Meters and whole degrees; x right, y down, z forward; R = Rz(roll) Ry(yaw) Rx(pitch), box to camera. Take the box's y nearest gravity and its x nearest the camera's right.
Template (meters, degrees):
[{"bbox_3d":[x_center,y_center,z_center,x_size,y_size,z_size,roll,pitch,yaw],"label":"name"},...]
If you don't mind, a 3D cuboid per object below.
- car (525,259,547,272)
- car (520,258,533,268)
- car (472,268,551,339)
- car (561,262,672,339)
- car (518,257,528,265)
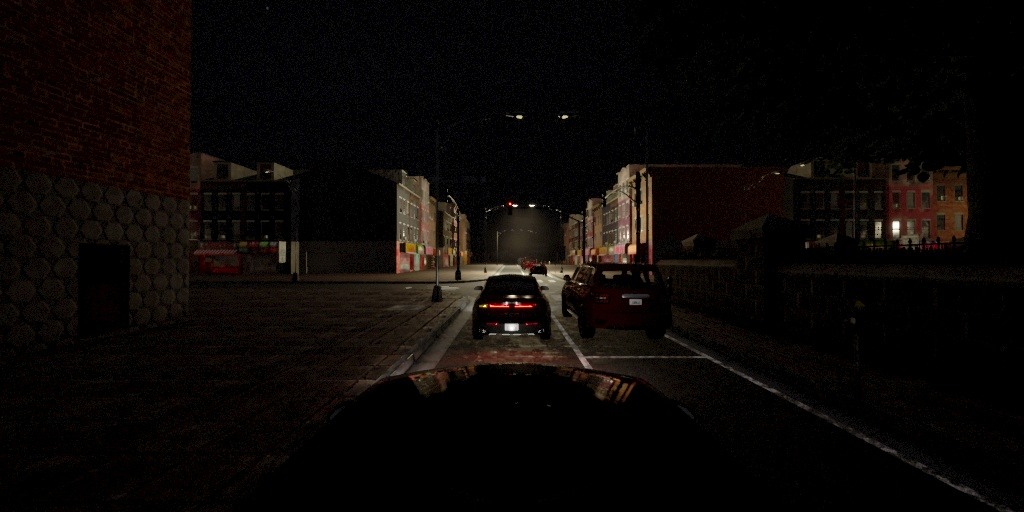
[{"bbox_3d":[2.589,1.334,36.472,1.888,1.381,4.507,0,0,0],"label":"car"},{"bbox_3d":[2.565,1.372,52.784,1.888,1.381,4.507,0,0,0],"label":"car"},{"bbox_3d":[-0.011,1.258,10.001,1.837,1.490,4.892,0,0,0],"label":"car"},{"bbox_3d":[2.626,1.068,10.043,2.192,1.841,5.009,0,0,0],"label":"car"},{"bbox_3d":[2.557,1.157,58.221,2.192,1.841,5.009,0,0,0],"label":"car"}]
